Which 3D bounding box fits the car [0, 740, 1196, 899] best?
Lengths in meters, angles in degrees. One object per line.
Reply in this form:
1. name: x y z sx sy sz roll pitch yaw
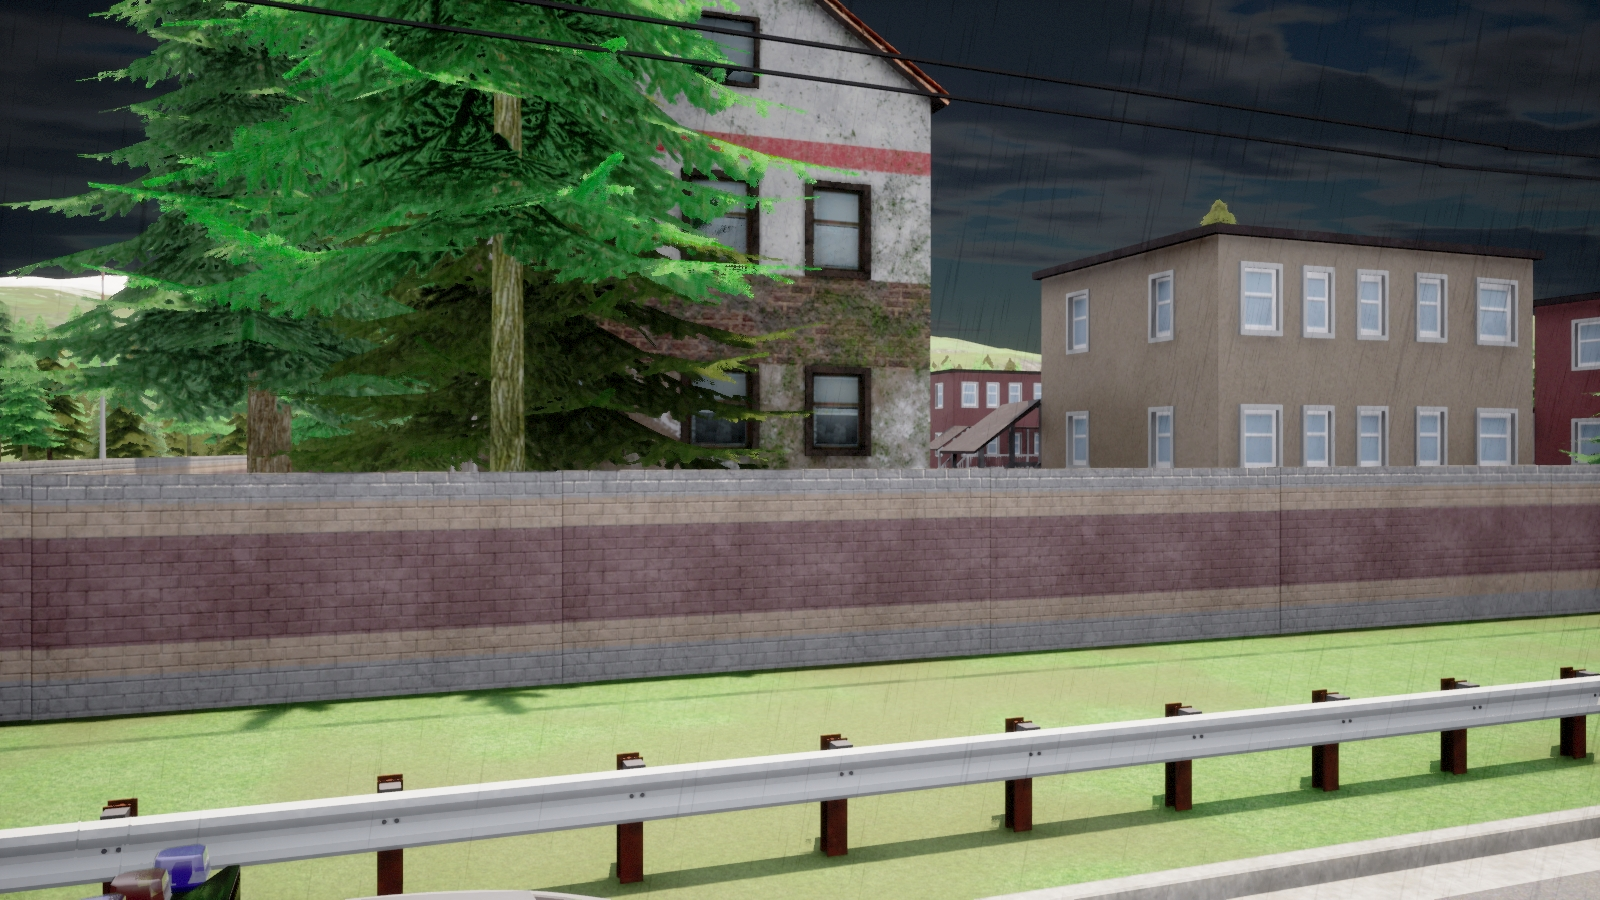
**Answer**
1. car: -1.671 1.982 2.695 5.238 1.638 2.097 0 0 -20
